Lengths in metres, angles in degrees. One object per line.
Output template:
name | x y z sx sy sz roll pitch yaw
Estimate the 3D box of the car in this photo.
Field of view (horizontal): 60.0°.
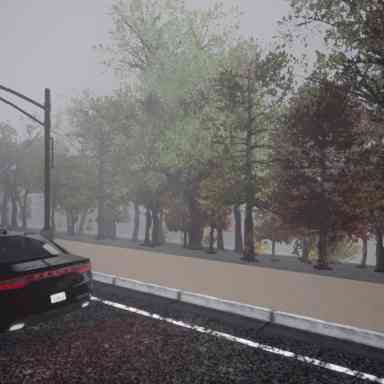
car | -4.086 1.477 6.570 5.008 1.535 1.882 0 0 35
